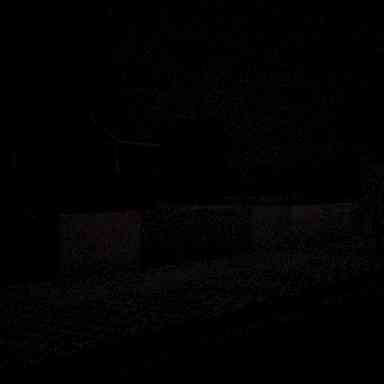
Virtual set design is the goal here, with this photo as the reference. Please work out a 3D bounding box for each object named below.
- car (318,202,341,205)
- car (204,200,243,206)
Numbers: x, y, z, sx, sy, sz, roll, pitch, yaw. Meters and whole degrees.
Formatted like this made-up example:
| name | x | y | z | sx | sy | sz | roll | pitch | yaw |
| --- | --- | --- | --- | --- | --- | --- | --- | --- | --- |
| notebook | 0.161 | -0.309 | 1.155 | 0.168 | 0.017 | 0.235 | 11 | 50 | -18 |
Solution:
| name | x | y | z | sx | sy | sz | roll | pitch | yaw |
| --- | --- | --- | --- | --- | --- | --- | --- | --- | --- |
| car | 12.223 | 1.619 | 27.899 | 4.902 | 1.511 | 2.128 | 0 | 3 | 37 |
| car | 3.355 | 1.613 | 35.000 | 4.902 | 1.511 | 2.128 | 0 | 3 | 42 |
